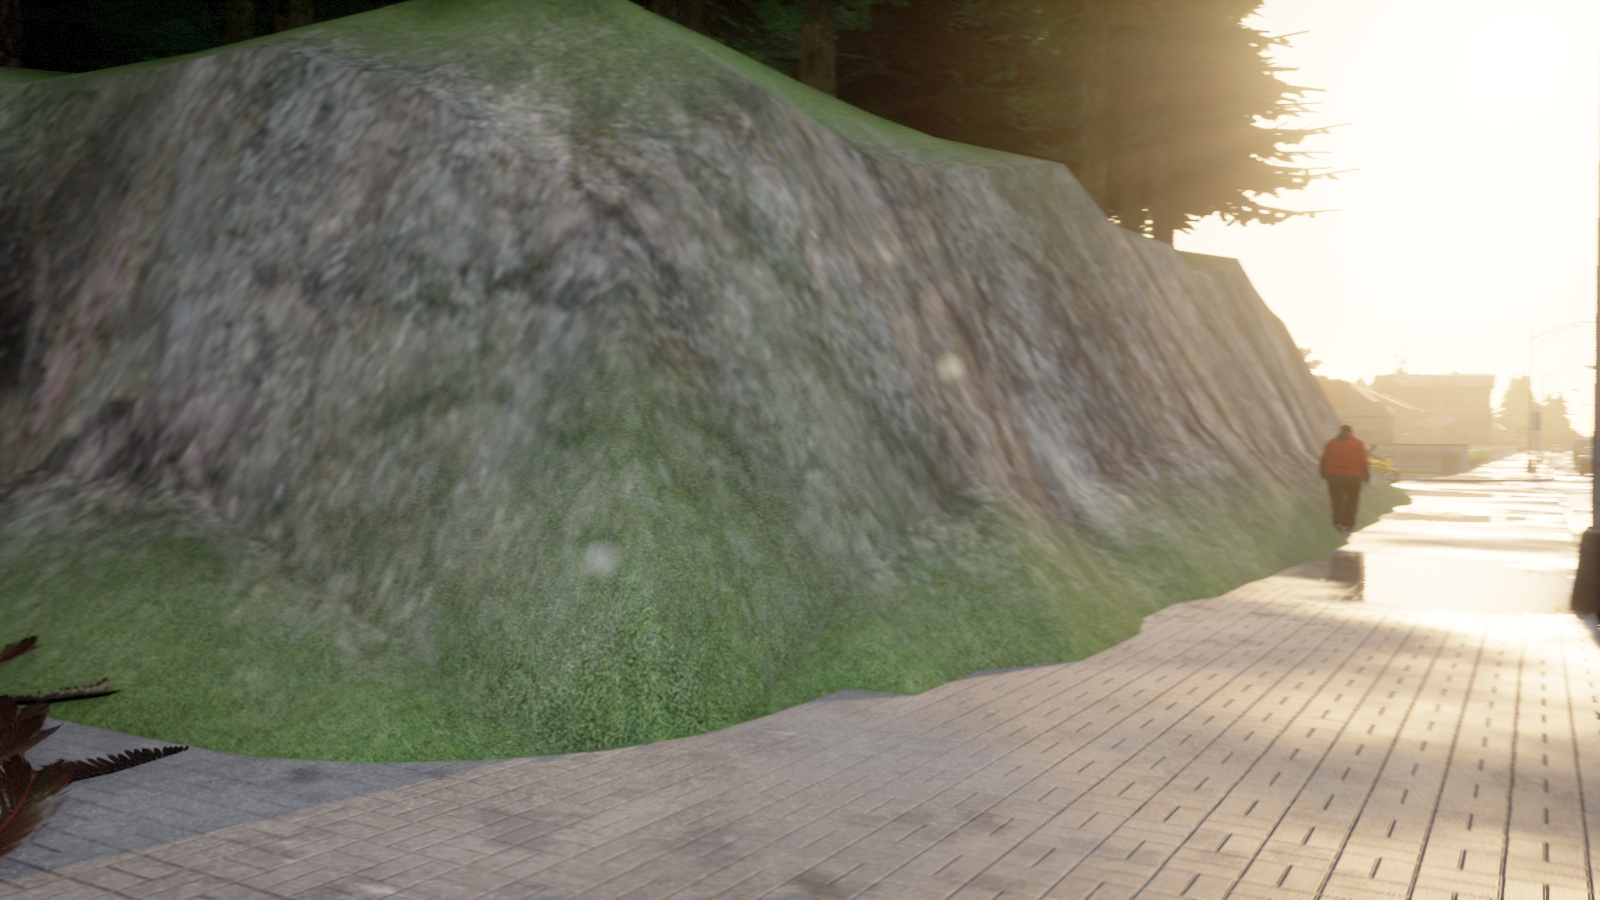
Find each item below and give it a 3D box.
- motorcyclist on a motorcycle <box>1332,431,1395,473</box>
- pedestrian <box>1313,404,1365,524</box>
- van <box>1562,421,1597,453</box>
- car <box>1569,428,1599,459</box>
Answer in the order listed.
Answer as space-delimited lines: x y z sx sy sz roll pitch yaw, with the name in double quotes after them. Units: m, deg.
20.966 0.062 46.717 2.044 1.523 0.797 0 1 30 "motorcyclist on a motorcycle"
8.506 0.210 19.792 0.634 1.844 0.899 0 1 30 "pedestrian"
49.608 -0.854 79.957 1.775 1.987 4.442 0 1 30 "van"
40.018 -0.347 63.473 1.882 1.535 5.008 0 1 30 "car"
